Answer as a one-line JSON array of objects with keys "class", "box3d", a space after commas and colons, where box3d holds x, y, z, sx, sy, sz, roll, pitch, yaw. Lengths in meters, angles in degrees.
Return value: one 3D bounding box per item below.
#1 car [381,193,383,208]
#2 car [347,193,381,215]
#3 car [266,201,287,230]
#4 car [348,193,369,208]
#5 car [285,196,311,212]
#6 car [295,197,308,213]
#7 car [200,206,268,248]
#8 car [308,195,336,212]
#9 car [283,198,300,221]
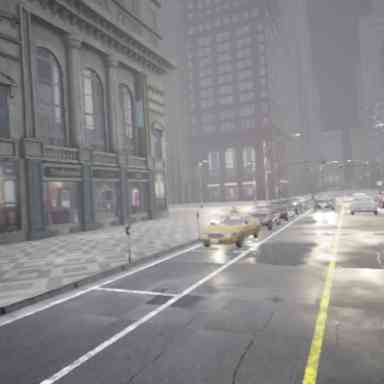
[{"class": "car", "box3d": [19.181, 0.666, 32.112, 1.967, 1.590, 4.097, -4, -1, 25]}, {"class": "car", "box3d": [13.491, 1.011, 26.291, 1.812, 1.442, 4.674, -3, -1, 25]}, {"class": "car", "box3d": [4.329, 1.519, 20.392, 1.802, 1.307, 4.206, -4, -1, 25]}, {"class": "car", "box3d": [17.721, 0.862, 35.486, 1.812, 1.442, 4.674, -3, -1, 25]}, {"class": "car", "box3d": [11.476, 1.232, 35.715, 2.008, 1.369, 4.403, -4, -1, 25]}, {"class": "car", "box3d": [9.094, 1.332, 30.607, 1.947, 1.339, 4.313, -4, -1, 25]}, {"class": "car", "box3d": [1.871, 1.551, 15.131, 1.752, 1.417, 4.829, -4, -1, 25]}, {"class": "car", "box3d": [13.134, 1.057, 32.909, 2.128, 1.511, 4.902, -3, -1, 25]}, {"class": "car", "box3d": [6.711, 1.417, 25.499, 1.947, 1.339, 4.313, -4, -1, 25]}]
